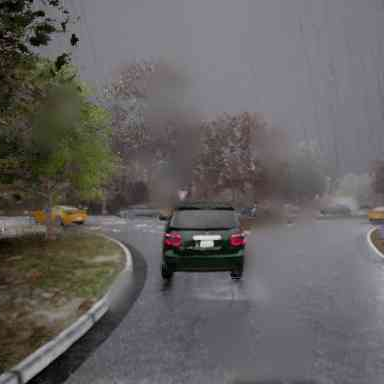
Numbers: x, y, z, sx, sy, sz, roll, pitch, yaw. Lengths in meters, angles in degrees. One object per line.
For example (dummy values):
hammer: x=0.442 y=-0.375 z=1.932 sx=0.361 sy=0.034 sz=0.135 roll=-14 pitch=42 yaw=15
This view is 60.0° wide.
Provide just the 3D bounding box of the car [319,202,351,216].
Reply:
car: x=18.230 y=2.268 z=42.201 sx=5.357 sy=1.411 sz=2.033 roll=1 pitch=-1 yaw=-42

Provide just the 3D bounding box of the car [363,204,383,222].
car: x=19.236 y=2.200 z=32.721 sx=5.008 sy=1.535 sz=1.882 roll=2 pitch=-2 yaw=-38

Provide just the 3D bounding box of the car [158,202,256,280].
car: x=0.151 y=1.317 z=10.456 sx=2.150 sy=2.045 sz=5.566 roll=0 pitch=0 yaw=-4

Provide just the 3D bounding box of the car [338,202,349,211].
car: x=27.025 y=2.509 z=59.292 sx=1.812 sy=1.442 sz=4.674 roll=0 pitch=-1 yaw=26

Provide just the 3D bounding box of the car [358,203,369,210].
car: x=30.293 y=2.579 z=58.547 sx=1.895 sy=1.301 sz=4.718 roll=0 pitch=-1 yaw=24

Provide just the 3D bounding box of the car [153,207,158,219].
car: x=-0.646 y=1.781 z=30.335 sx=5.008 sy=1.535 sz=1.882 roll=1 pitch=-1 yaw=-26

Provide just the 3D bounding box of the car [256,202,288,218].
car: x=7.330 y=1.801 z=34.754 sx=4.553 sy=1.767 sz=2.097 roll=1 pitch=-1 yaw=-32

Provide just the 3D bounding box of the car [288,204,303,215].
car: x=11.890 y=2.197 z=41.497 sx=4.181 sy=1.385 sz=1.994 roll=2 pitch=-1 yaw=-36

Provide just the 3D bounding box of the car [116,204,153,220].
car: x=-4.971 y=1.854 z=31.494 sx=4.181 sy=1.385 sz=1.994 roll=1 pitch=-1 yaw=-25

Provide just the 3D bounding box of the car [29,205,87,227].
car: x=-10.056 y=1.692 z=24.809 sx=5.008 sy=1.535 sz=1.882 roll=0 pitch=-1 yaw=32
